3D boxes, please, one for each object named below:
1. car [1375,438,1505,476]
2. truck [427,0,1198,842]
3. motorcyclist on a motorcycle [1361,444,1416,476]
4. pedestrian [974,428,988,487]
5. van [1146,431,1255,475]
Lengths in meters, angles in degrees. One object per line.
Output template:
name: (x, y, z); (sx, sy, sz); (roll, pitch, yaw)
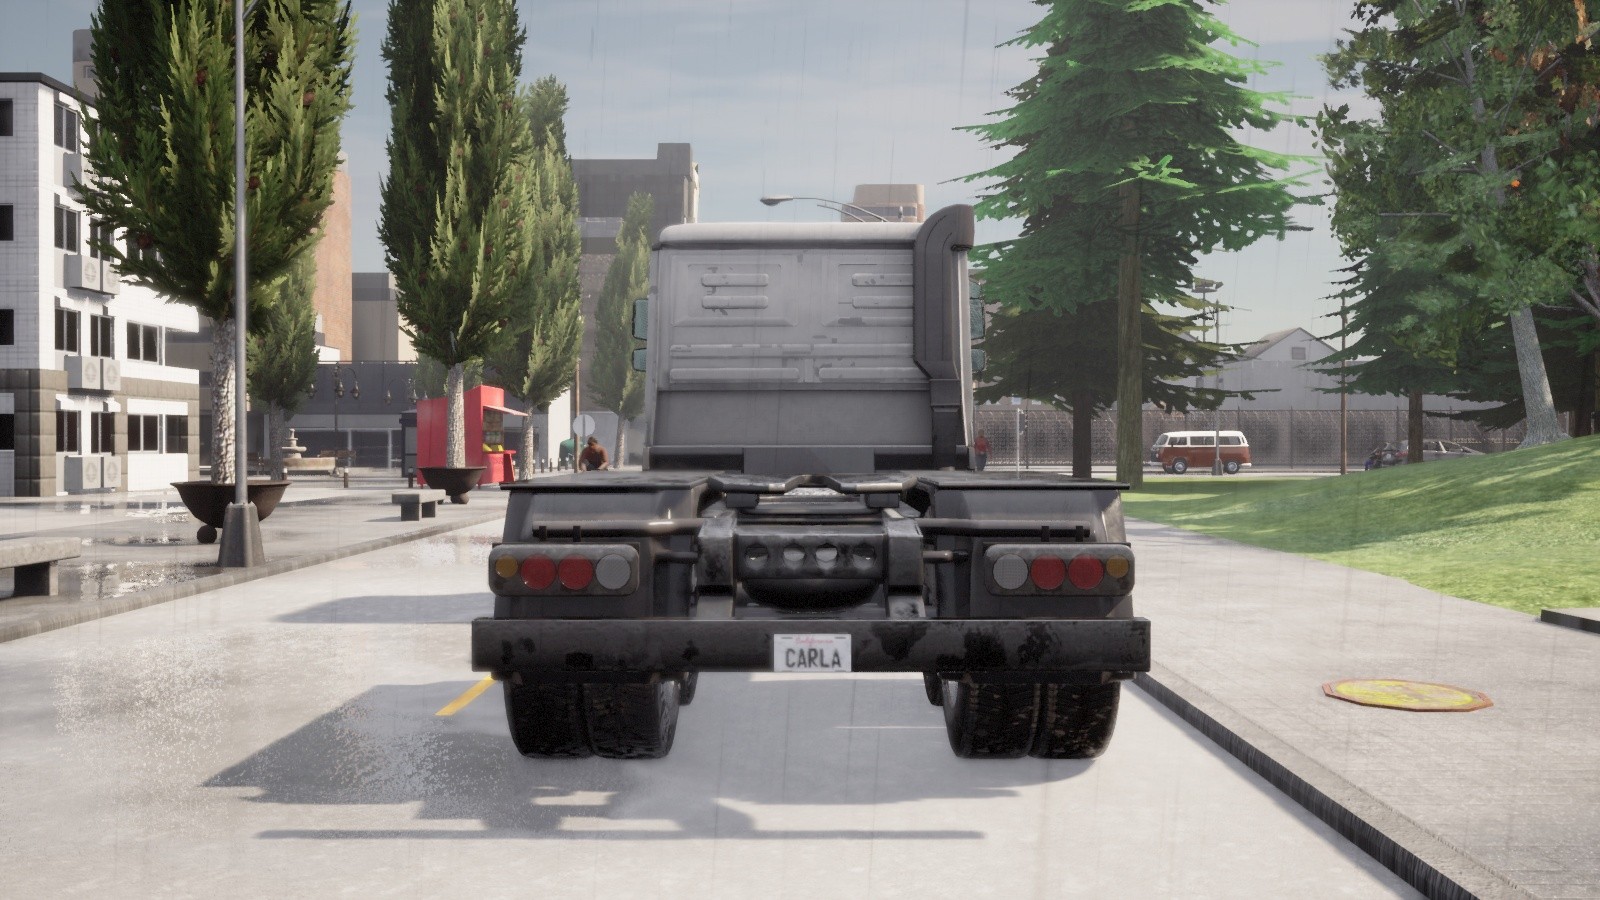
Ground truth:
car: (28.257, 0.300, 55.584); (4.611, 1.667, 2.242); (0, 0, 0)
truck: (0.066, -0.284, 8.680); (2.891, 3.462, 7.936); (0, 0, 0)
motorcyclist on a motorcycle: (27.907, 0.468, 59.590); (2.191, 1.530, 0.866); (0, 0, 0)
pedestrian: (5.778, 0.234, 40.121); (0.331, 1.846, 0.636); (0, 0, 0)
van: (18.968, 0.149, 59.629); (4.480, 2.038, 2.069); (0, 0, 0)
